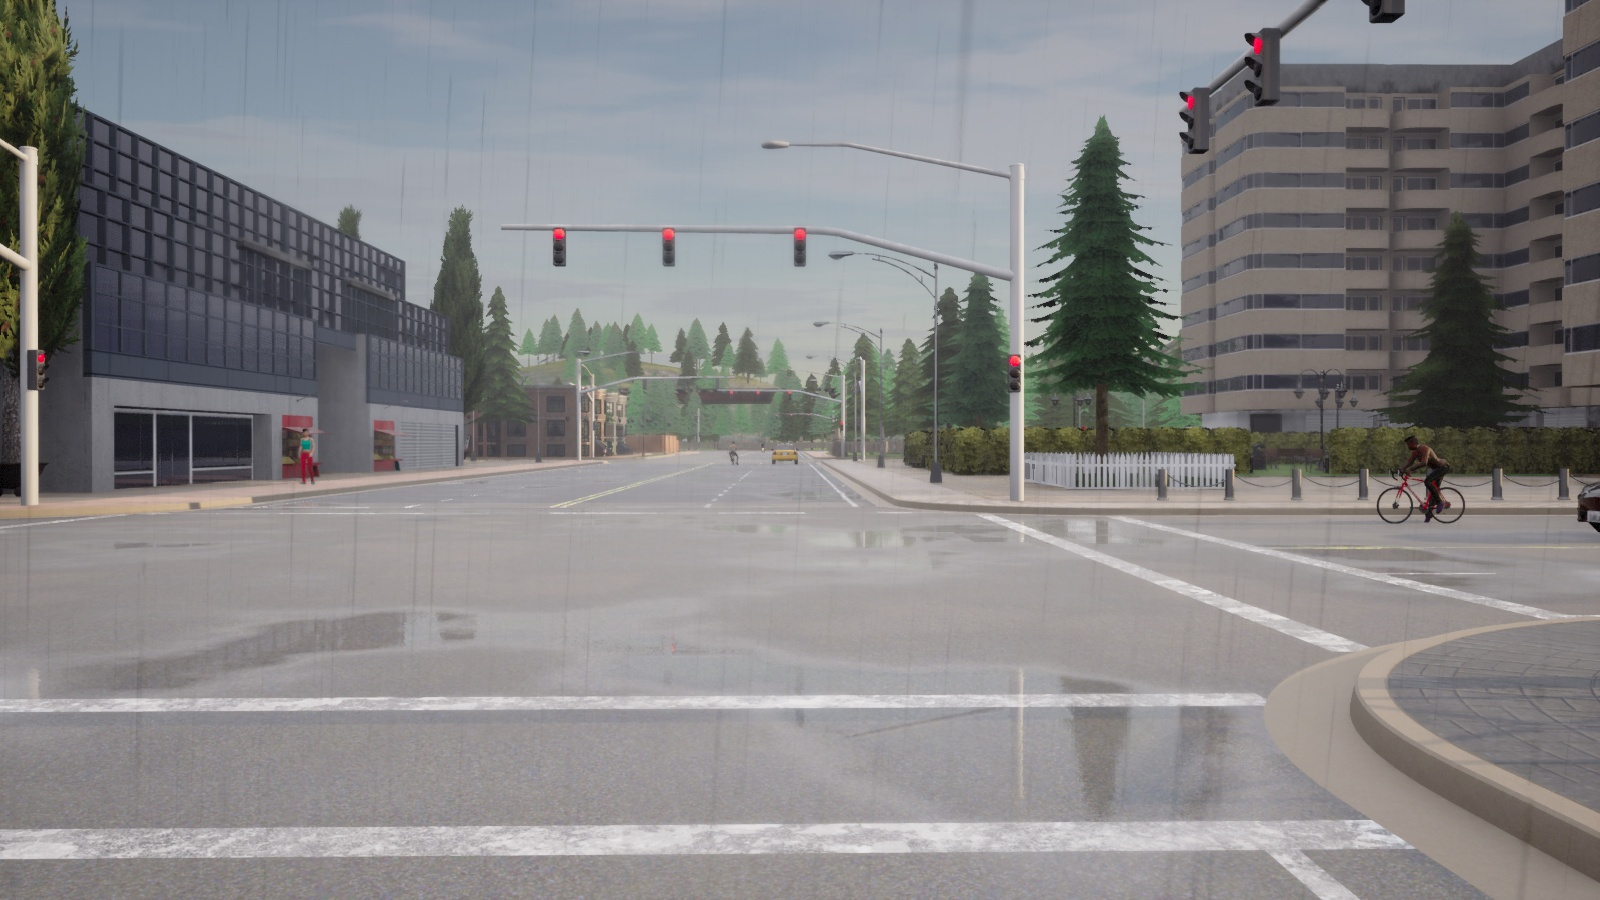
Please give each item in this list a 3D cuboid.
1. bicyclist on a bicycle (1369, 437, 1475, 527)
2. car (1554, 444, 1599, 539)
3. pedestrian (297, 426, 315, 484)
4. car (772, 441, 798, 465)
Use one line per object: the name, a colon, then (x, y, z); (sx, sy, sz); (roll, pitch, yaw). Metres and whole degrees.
bicyclist on a bicycle: (11.414, 0.578, 23.080); (1.656, 1.620, 0.582); (0, 0, -1)
car: (14.827, 0.647, 19.625); (4.792, 1.488, 2.163); (0, 0, -1)
pedestrian: (-15.883, 0.164, 40.384); (0.345, 1.836, 0.594); (0, 0, -1)
car: (-1.048, 0.189, 87.747); (1.801, 1.575, 5.366); (0, 0, -1)
